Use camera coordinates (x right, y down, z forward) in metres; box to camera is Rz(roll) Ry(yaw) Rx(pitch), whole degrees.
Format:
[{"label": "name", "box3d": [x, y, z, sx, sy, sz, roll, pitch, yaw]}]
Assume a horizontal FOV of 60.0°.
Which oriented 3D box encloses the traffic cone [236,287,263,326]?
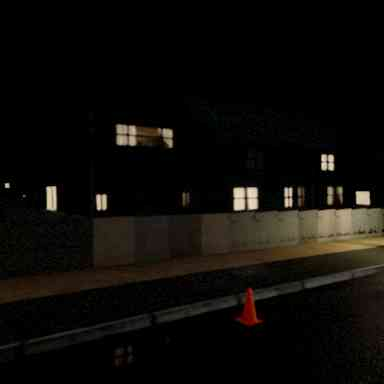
[{"label": "traffic cone", "box3d": [1.023, 1.997, 5.917, 0.340, 0.580, 0.340, 1, 0, -34]}]
